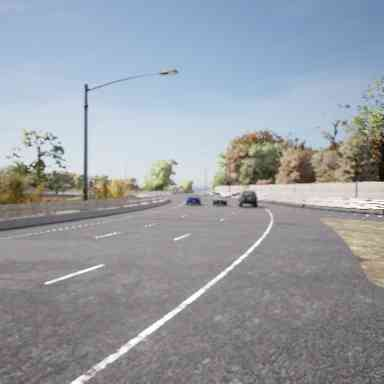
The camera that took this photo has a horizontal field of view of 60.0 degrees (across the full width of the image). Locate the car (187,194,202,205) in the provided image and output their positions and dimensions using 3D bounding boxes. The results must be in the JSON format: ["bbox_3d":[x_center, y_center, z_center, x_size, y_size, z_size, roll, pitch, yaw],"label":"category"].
[{"bbox_3d":[0.326,1.011,45.913,1.882,1.535,5.008,1,1,3],"label":"car"}]

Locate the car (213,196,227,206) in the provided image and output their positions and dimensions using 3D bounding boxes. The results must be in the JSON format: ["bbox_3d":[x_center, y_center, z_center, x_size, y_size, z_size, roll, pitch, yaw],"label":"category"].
[{"bbox_3d":[3.805,1.174,45.108,1.895,1.301,4.718,1,1,4],"label":"car"}]

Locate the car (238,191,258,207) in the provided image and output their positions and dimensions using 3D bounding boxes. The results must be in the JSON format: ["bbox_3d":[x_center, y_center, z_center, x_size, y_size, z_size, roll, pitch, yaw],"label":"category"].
[{"bbox_3d":[7.121,0.852,42.465,2.150,2.045,5.566,1,1,5],"label":"car"}]
